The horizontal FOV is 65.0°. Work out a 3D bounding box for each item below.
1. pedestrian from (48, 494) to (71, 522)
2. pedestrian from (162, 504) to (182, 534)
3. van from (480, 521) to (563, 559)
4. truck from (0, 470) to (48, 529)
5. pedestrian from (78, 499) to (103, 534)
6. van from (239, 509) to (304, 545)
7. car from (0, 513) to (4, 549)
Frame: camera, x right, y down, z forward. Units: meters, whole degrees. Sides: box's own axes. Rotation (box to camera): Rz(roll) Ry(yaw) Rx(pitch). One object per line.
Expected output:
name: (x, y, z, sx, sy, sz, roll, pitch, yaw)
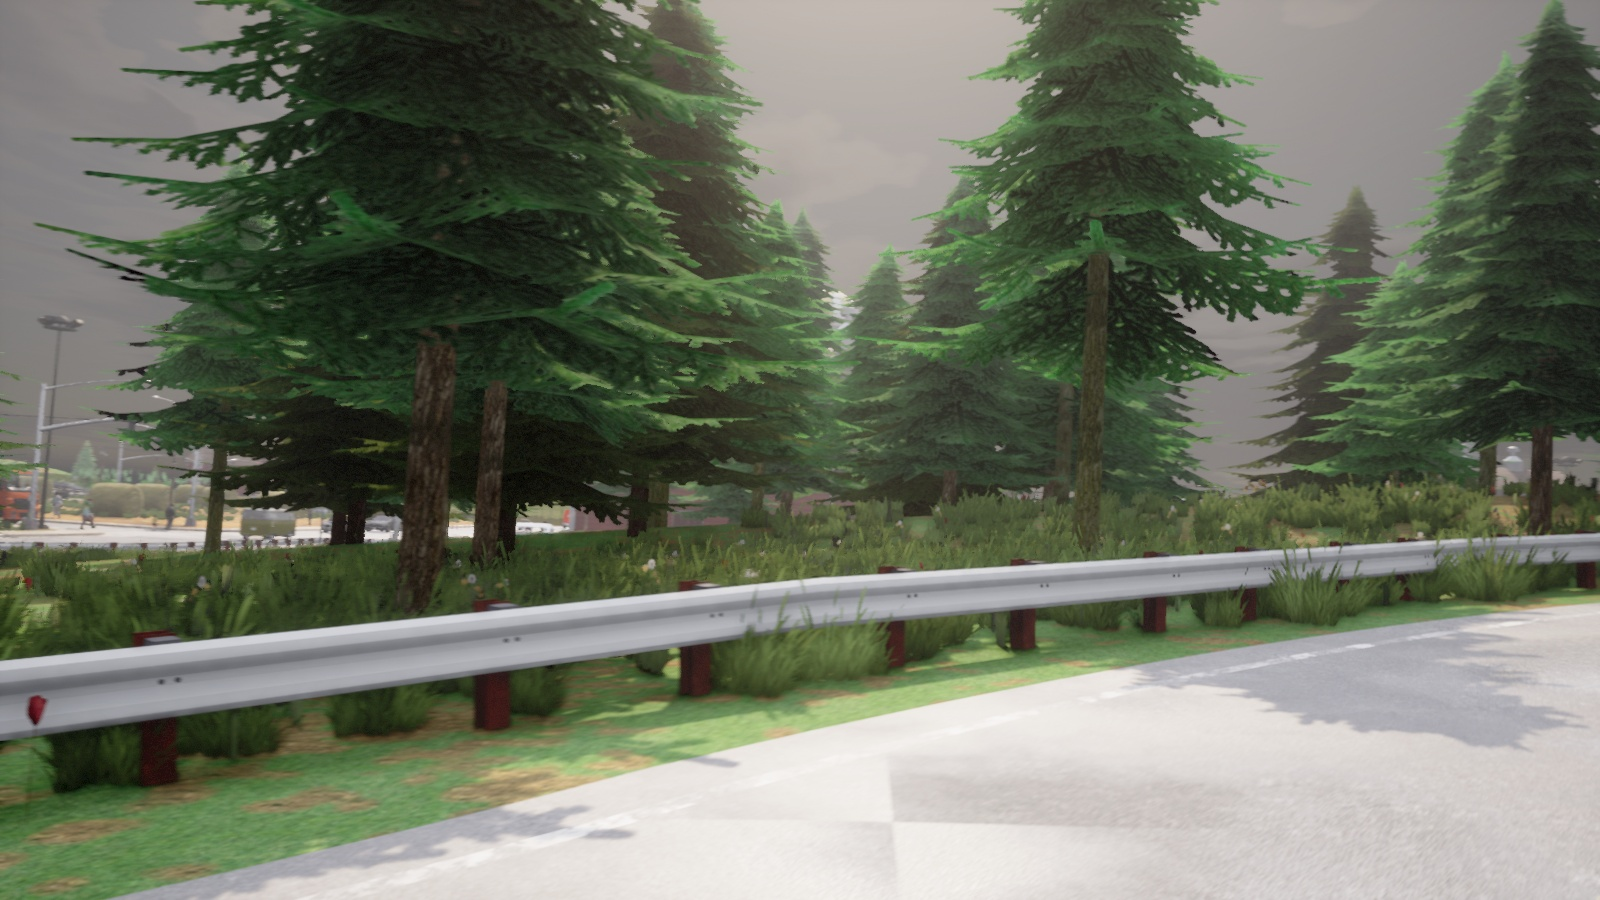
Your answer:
pedestrian: (-50.244, 3.959, 85.266, 0.900, 1.855, 0.874, 3, -3, -2)
pedestrian: (-39.983, 4.420, 79.943, 0.563, 1.883, 0.849, 3, -3, 14)
van: (-17.206, 5.545, 77.640, 4.480, 2.038, 2.069, 3, -3, 3)
truck: (-50.437, 2.835, 75.980, 7.936, 3.462, 2.891, 3, -3, 3)
pedestrian: (-40.921, 3.852, 72.411, 0.659, 1.952, 0.873, 2, -3, 18)
van: (-31.697, 4.611, 75.414, 1.775, 1.987, 4.442, 3, -3, 2)
car: (-35.937, 3.391, 53.231, 1.789, 1.549, 3.705, 3, -3, 2)
